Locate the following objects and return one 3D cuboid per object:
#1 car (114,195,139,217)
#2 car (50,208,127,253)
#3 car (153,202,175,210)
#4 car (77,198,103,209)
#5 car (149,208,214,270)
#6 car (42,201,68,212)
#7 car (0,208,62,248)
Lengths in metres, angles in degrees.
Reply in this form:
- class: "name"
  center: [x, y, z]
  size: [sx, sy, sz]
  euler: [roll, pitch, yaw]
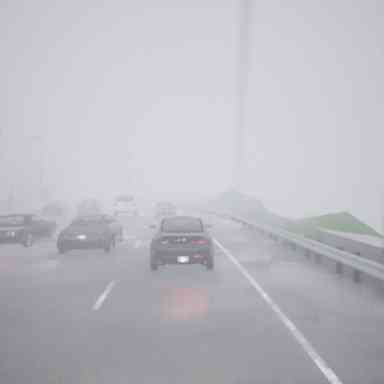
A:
- class: "car"
  center: [-6.412, 1.270, 32.321]
  size: [2.150, 2.045, 5.566]
  euler: [0, 0, -10]
- class: "car"
  center: [-4.086, 1.588, 13.908]
  size: [1.994, 1.385, 4.181]
  euler: [0, 0, -4]
- class: "car"
  center: [-2.486, 1.585, 30.186]
  size: [2.033, 1.411, 5.357]
  euler: [0, 0, -9]
- class: "car"
  center: [-10.242, 1.411, 33.645]
  size: [2.097, 1.767, 4.553]
  euler: [0, 0, -10]
- class: "car"
  center: [-0.378, 1.518, 11.153]
  size: [1.837, 1.490, 4.892]
  euler: [0, 0, -3]
- class: "car"
  center: [-13.784, 1.593, 33.605]
  size: [1.812, 1.442, 4.674]
  euler: [0, 0, -11]
- class: "car"
  center: [-7.642, 1.634, 14.864]
  size: [1.895, 1.301, 4.718]
  euler: [0, 0, -5]
